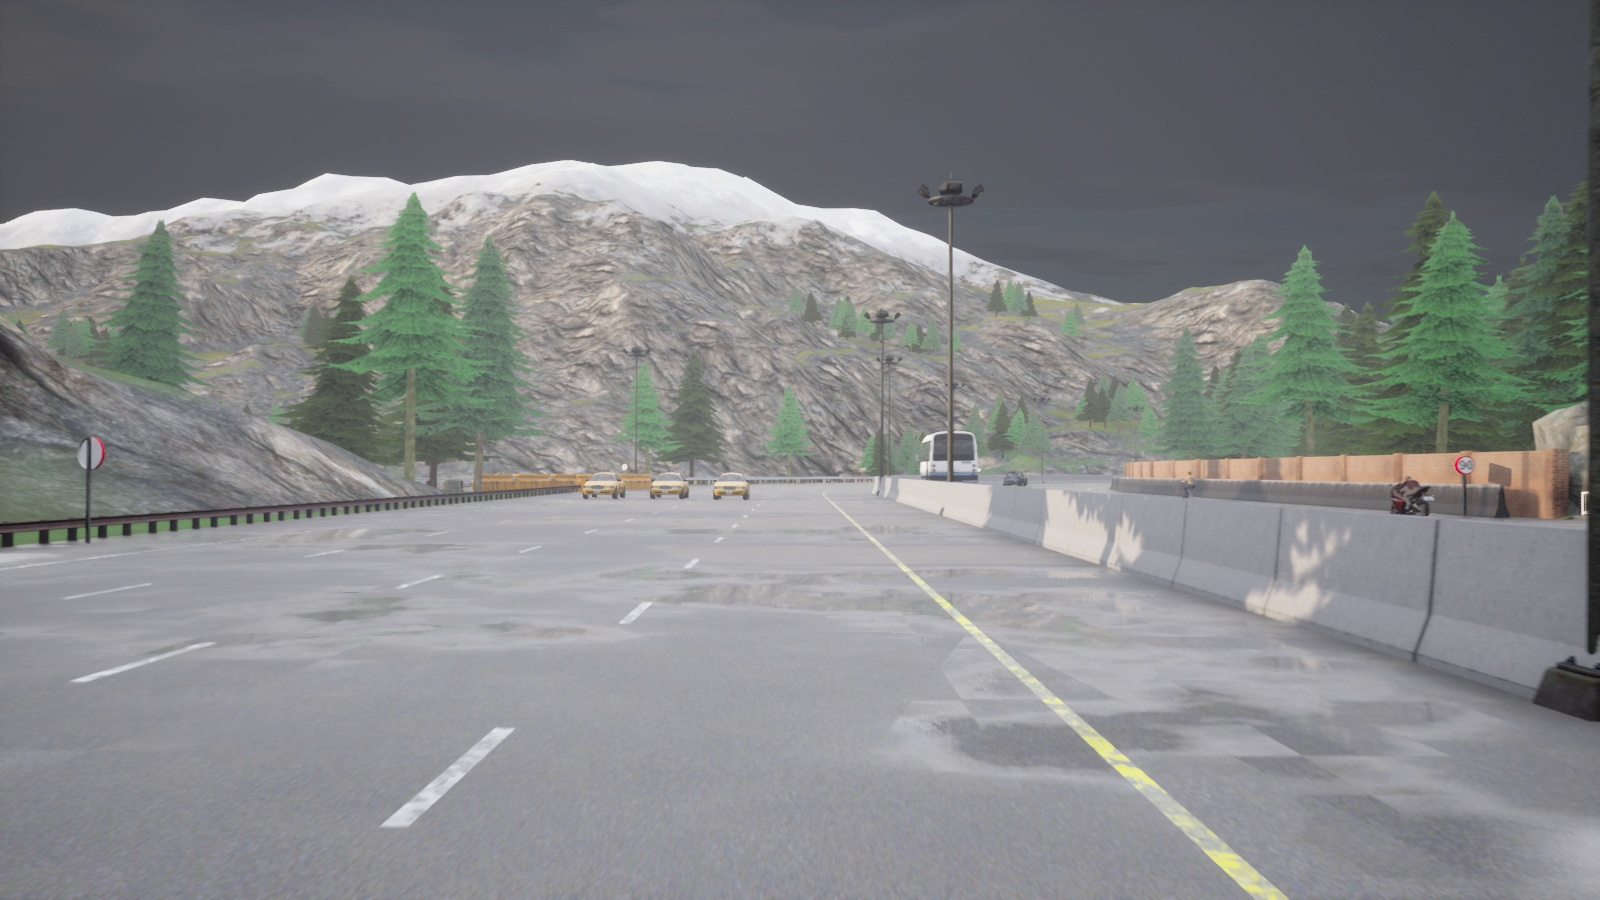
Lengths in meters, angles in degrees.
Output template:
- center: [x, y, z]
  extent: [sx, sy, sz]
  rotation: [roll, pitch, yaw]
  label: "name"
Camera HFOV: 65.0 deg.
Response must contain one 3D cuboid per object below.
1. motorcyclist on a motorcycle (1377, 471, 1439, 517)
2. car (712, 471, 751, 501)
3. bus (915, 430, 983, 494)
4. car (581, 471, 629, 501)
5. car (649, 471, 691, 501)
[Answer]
- center: [20.836, 1.488, 43.083]
  extent: [0.866, 1.530, 2.191]
  rotation: [1, -1, -6]
  label: "motorcyclist on a motorcycle"
- center: [-3.665, 1.907, 68.012]
  extent: [1.801, 1.575, 5.366]
  rotation: [0, -1, 0]
  label: "car"
- center: [10.459, 0.892, 89.383]
  extent: [3.944, 4.253, 10.273]
  rotation: [-1, -1, 2]
  label: "bus"
- center: [-10.668, 1.950, 68.901]
  extent: [1.801, 1.575, 5.366]
  rotation: [0, -1, 0]
  label: "car"
- center: [-7.169, 1.948, 69.662]
  extent: [1.801, 1.575, 5.366]
  rotation: [0, -1, 0]
  label: "car"
